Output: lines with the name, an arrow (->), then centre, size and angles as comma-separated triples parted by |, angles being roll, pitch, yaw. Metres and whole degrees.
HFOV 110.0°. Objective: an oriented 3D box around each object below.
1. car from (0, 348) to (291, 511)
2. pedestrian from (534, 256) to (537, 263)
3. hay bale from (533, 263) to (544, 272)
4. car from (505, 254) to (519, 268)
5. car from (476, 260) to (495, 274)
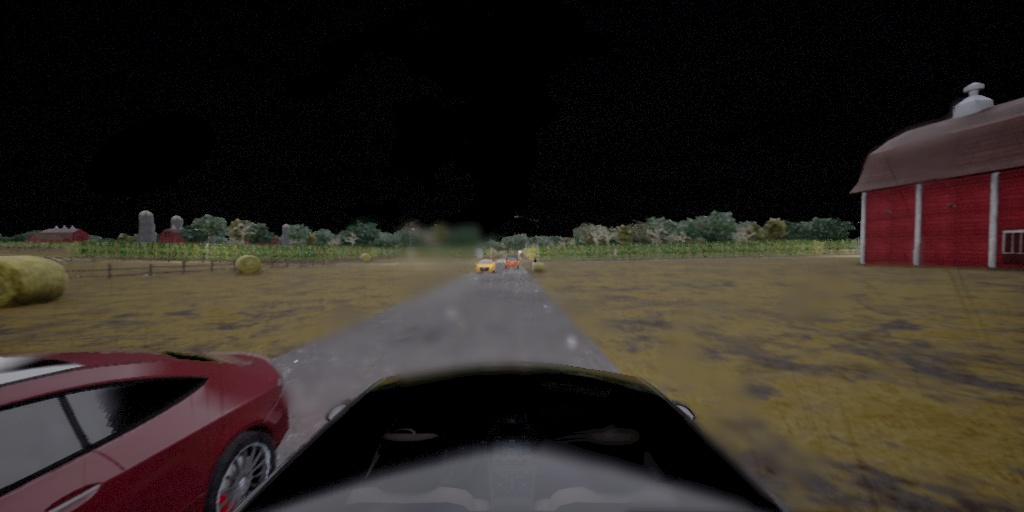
car -> -2.845, 1.276, 1.343 | 1.812, 1.442, 4.674 | 0, 0, 0
pedestrian -> 2.801, 0.913, 44.003 | 0.375, 1.860, 0.375 | -1, 2, -10
hay bale -> 3.102, 1.300, 42.888 | 1.220, 1.180, 1.240 | 0, 0, 0
car -> -0.001, 0.935, 54.509 | 2.097, 1.767, 4.553 | 0, 0, 0
car -> -2.857, 1.135, 39.641 | 1.882, 1.535, 5.008 | 0, 0, 0
